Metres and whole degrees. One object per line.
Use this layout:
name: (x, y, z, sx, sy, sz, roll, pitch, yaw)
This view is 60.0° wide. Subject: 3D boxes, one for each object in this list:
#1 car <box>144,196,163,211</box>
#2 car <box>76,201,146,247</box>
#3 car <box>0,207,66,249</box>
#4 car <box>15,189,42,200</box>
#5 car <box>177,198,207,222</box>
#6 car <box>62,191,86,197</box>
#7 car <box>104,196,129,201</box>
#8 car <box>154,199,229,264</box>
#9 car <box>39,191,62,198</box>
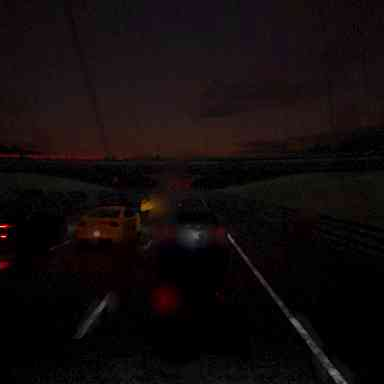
car: (-3.419, 1.098, 30.512, 1.882, 1.535, 5.008, 0, 1, 0)
car: (-3.427, 1.349, 14.503, 1.882, 1.535, 5.008, 0, 0, 1)
car: (-6.930, 1.371, 13.974, 2.128, 1.511, 4.902, 0, 1, 0)
car: (-24.564, 0.524, 50.474, 2.150, 2.045, 5.566, 0, 1, 0)
car: (0.030, 1.254, 25.118, 2.033, 1.411, 5.357, 0, 1, 0)
car: (-17.567, 0.651, 50.697, 2.097, 1.767, 4.553, 0, 1, 0)
car: (-6.919, 1.097, 30.574, 1.882, 1.535, 5.008, 0, 1, 0)
car: (0.055, 1.264, 11.611, 2.097, 1.767, 4.553, 0, 1, 0)
car: (-21.063, 0.857, 51.004, 1.994, 1.385, 4.181, 0, 1, 0)
